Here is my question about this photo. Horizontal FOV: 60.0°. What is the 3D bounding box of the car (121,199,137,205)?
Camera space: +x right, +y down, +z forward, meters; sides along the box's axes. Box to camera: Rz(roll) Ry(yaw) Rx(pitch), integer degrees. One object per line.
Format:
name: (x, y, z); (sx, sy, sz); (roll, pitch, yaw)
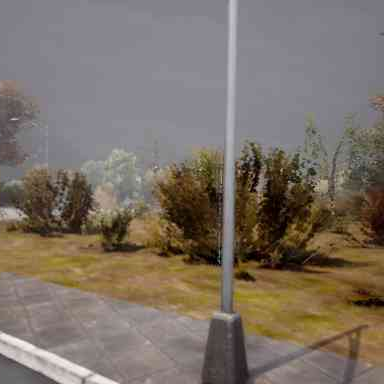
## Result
car: (-11.128, 1.948, 58.924); (2.097, 1.767, 4.553); (1, -2, 19)
